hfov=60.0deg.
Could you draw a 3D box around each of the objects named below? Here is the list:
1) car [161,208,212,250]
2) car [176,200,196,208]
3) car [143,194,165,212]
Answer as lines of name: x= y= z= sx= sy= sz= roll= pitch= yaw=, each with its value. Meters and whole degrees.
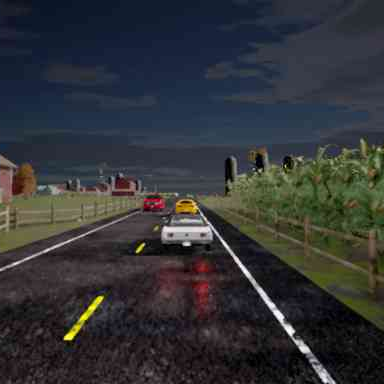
car: x=-0.228 y=1.602 z=14.324 sx=1.895 sy=1.301 sz=4.718 roll=0 pitch=0 yaw=-1
car: x=-0.593 y=1.485 z=32.730 sx=1.882 sy=1.535 sz=5.008 roll=0 pitch=0 yaw=-1
car: x=-4.410 y=1.228 z=39.102 sx=2.150 sy=2.045 sz=5.566 roll=0 pitch=0 yaw=-1
